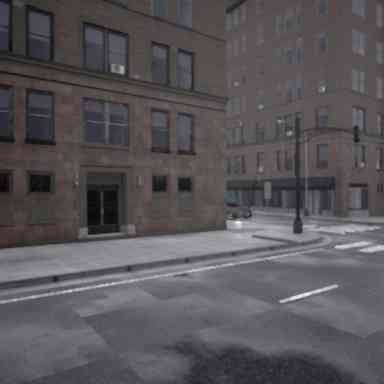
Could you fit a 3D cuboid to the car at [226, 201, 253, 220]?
[{"bbox_3d":[2.905,1.487,27.591,1.837,1.490,4.892,0,1,-35],"label":"car"}]
